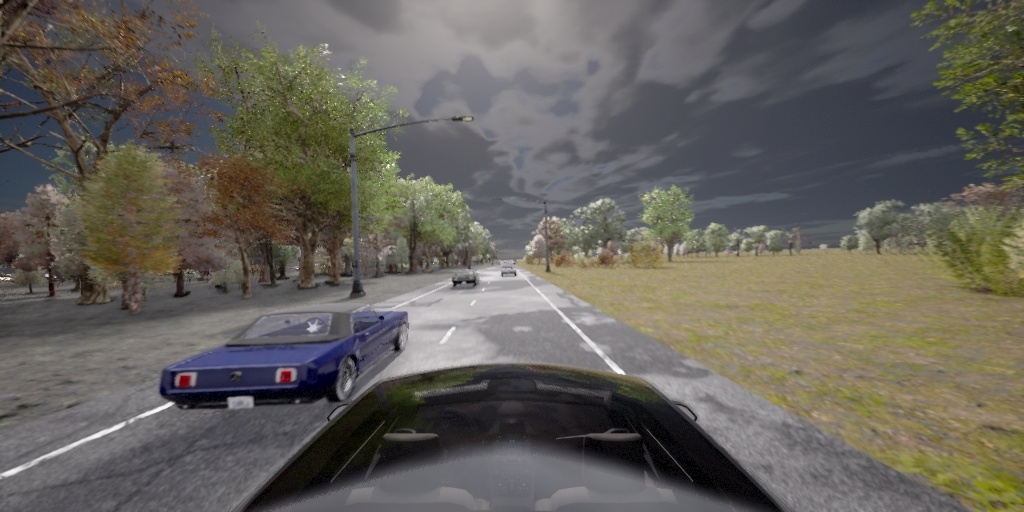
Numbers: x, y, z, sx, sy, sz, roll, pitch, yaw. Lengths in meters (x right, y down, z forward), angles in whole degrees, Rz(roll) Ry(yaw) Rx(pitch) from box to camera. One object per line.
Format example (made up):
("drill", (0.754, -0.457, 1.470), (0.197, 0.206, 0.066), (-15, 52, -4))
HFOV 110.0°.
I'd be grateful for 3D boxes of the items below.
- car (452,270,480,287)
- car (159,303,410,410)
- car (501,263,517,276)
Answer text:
("car", (-3.675, 1.759, 29.356), (1.895, 1.301, 4.718), (-2, -1, -1))
("car", (-3.353, 1.530, 6.611), (1.895, 1.301, 4.718), (-2, -1, -1))
("car", (-0.395, 1.776, 44.744), (1.895, 1.301, 4.718), (-2, -1, -1))
